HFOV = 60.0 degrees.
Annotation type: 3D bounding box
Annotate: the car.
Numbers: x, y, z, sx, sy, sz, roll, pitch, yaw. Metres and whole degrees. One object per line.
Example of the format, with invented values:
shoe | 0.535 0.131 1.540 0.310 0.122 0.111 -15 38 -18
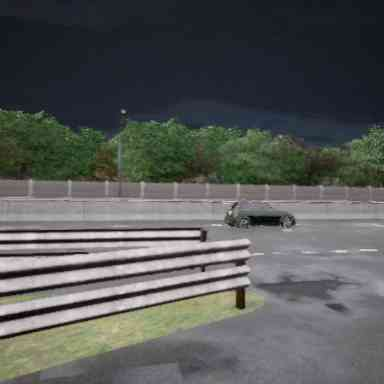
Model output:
car | 4.467 1.427 21.795 4.553 1.767 2.097 1 0 -14
